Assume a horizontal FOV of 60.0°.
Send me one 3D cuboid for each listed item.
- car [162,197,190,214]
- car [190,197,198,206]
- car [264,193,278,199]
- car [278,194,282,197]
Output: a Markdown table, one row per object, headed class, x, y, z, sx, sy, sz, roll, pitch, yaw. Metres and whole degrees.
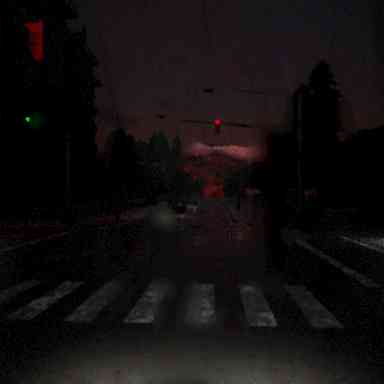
| class | x | y | z | sx | sy | sz | roll | pitch | yaw |
| --- | --- | --- | --- | --- | --- | --- | --- | --- | --- |
| car | -1.751 | 1.318 | 34.408 | 2.097 | 1.767 | 4.553 | 0 | 0 | 4 |
| car | -0.109 | 1.528 | 54.533 | 1.895 | 1.301 | 4.718 | 0 | 0 | 4 |
| car | 19.552 | 1.237 | 82.560 | 1.845 | 1.501 | 3.633 | 0 | 0 | 5 |
| car | 23.162 | 1.233 | 89.695 | 1.970 | 1.475 | 3.806 | 0 | 0 | 5 |
